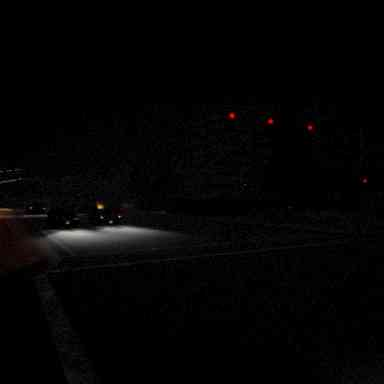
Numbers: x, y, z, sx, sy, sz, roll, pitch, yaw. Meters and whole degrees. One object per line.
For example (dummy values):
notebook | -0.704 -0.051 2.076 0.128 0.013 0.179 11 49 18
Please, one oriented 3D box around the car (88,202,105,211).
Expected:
car | -17.277 2.608 59.866 1.882 1.535 5.008 1 -1 -30

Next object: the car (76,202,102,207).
car | -15.383 2.291 49.622 2.097 1.767 4.553 1 -1 -29

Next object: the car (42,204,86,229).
car | -10.120 1.988 25.999 2.128 1.511 4.902 1 -1 -30

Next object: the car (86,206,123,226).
car | -7.584 2.142 28.614 1.895 1.301 4.718 1 -1 -30

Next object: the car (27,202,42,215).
car | -21.887 2.246 46.709 2.097 1.767 4.553 1 -1 -29

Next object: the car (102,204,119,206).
car | -12.151 2.561 51.009 1.895 1.301 4.718 1 -1 -29
